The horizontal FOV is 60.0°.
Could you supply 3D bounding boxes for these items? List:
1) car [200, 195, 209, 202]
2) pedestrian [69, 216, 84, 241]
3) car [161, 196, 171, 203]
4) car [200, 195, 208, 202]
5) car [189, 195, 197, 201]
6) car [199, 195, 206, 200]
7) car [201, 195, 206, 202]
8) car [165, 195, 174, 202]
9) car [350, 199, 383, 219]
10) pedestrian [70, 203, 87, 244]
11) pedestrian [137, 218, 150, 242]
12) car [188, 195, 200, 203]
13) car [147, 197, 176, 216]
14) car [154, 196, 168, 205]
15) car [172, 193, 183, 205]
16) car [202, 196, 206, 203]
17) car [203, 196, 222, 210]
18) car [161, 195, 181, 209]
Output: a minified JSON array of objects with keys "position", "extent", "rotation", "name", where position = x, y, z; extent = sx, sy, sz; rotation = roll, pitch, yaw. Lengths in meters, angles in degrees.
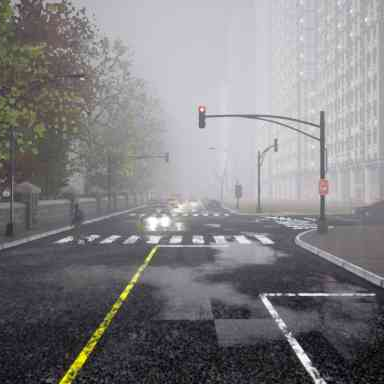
[{"position":[2.904,1.501,76.573],"extent":[1.967,1.590,4.097],"rotation":[0,0,0],"name":"car"},{"position":[-5.317,1.675,15.354],"extent":[0.500,1.100,0.500],"rotation":[0,0,0],"name":"pedestrian"},{"position":[-5.492,1.577,70.794],"extent":[1.752,1.417,4.829],"rotation":[0,0,0],"name":"car"},{"position":[2.920,1.510,82.204],"extent":[1.967,1.590,4.097],"rotation":[0,0,0],"name":"car"},{"position":[0.222,1.441,80.071],"extent":[1.837,1.490,4.892],"rotation":[0,0,0],"name":"car"},{"position":[2.950,1.641,93.469],"extent":[2.008,1.369,4.403],"rotation":[0,0,0],"name":"car"},{"position":[2.841,1.597,54.043],"extent":[1.947,1.339,4.313],"rotation":[0,0,0],"name":"car"},{"position":[-5.460,1.510,82.227],"extent":[1.967,1.590,4.097],"rotation":[0,0,0],"name":"car"},{"position":[14.880,1.262,25.956],"extent":[4.674,1.442,1.812],"rotation":[-1,0,0],"name":"car"},{"position":[-4.835,1.297,14.156],"extent":[0.375,1.860,0.375],"rotation":[0,0,0],"name":"pedestrian"},{"position":[-2.151,1.676,14.746],"extent":[0.500,1.100,0.500],"rotation":[0,0,0],"name":"pedestrian"},{"position":[0.194,1.638,70.101],"extent":[1.895,1.301,4.718],"rotation":[0,0,0],"name":"car"},{"position":[-3.009,1.505,32.561],"extent":[2.128,1.511,4.902],"rotation":[0,0,0],"name":"car"},{"position":[-5.523,1.477,59.699],"extent":[1.967,1.590,4.097],"rotation":[0,0,0],"name":"car"},{"position":[-2.890,1.263,61.505],"extent":[2.150,2.045,5.566],"rotation":[0,0,1],"name":"car"},{"position":[2.825,1.591,48.410],"extent":[1.947,1.339,4.313],"rotation":[0,0,0],"name":"car"},{"position":[2.810,1.586,42.778],"extent":[1.947,1.339,4.313],"rotation":[0,0,0],"name":"car"},{"position":[-2.963,1.501,46.854],"extent":[1.882,1.535,5.008],"rotation":[0,0,0],"name":"car"}]
